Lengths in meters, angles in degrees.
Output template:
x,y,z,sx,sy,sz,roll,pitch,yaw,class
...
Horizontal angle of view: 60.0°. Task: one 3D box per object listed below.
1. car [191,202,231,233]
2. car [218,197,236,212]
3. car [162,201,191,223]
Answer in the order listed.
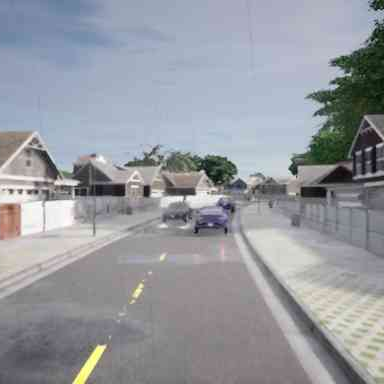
x,y,z,sx,sy,sz,roll,pitch,yaw,class
1.190,1.531,19.666,1.812,1.442,4.674,0,0,5,car
4.034,1.380,38.935,2.097,1.767,4.553,0,0,11,car
-1.044,1.515,25.896,1.837,1.490,4.892,0,-1,8,car
